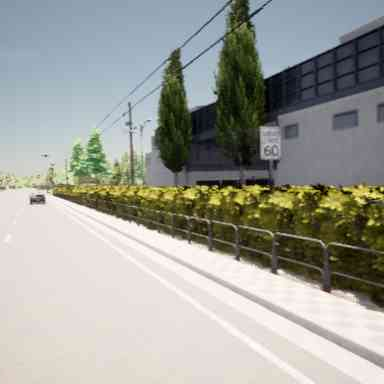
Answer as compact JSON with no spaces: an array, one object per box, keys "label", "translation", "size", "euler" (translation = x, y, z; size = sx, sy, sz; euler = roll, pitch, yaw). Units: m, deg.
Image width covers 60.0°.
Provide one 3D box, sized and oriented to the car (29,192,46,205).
[{"label":"car","translation":[-20.012,0.770,43.067],"size":[2.128,1.511,4.902],"euler":[-3,2,-26]}]
